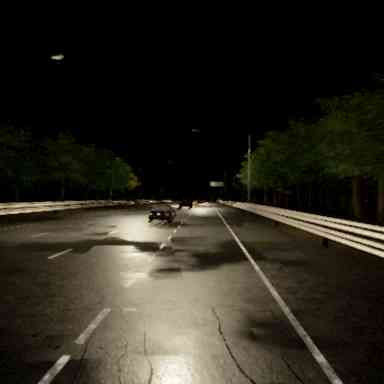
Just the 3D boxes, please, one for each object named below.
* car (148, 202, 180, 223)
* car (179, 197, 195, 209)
[{"bbox_3d":[-2.462,1.792,28.177,2.033,1.411,5.357,1,-1,3],"label":"car"},{"bbox_3d":[-1.063,1.969,58.794,2.150,2.045,5.566,1,-1,3],"label":"car"}]
